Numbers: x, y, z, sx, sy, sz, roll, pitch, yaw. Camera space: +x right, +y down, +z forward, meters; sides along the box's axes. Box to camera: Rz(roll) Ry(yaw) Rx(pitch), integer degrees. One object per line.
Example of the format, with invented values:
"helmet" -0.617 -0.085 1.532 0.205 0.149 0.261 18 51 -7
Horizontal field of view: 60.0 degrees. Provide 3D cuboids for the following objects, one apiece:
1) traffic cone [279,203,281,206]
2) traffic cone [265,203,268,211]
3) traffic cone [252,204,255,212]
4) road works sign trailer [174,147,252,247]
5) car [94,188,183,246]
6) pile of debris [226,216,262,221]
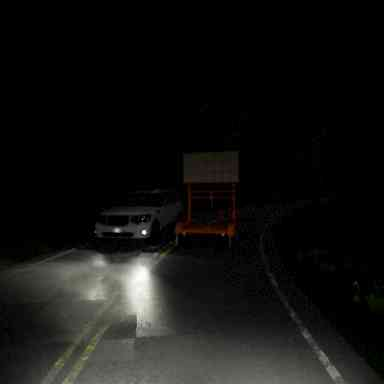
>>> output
"traffic cone" 6.613 1.130 25.019 0.340 0.580 0.340 -2 1 19
"traffic cone" 5.672 1.165 25.345 0.340 0.580 0.340 -2 1 19
"traffic cone" 4.731 1.200 25.671 0.340 0.580 0.340 -2 1 19
"road works sign trailer" 0.809 0.096 13.157 2.380 3.560 2.880 0 2 20
"car" -1.948 0.887 14.007 2.150 2.045 5.566 -1 1 13
"pile of debris" 3.111 1.579 19.864 1.860 0.140 1.500 -1 1 20
